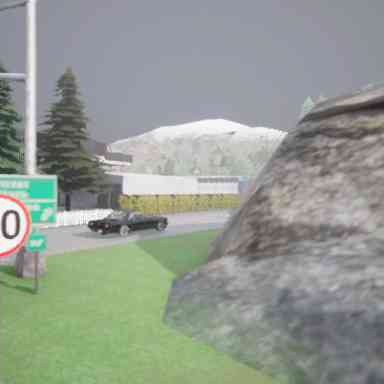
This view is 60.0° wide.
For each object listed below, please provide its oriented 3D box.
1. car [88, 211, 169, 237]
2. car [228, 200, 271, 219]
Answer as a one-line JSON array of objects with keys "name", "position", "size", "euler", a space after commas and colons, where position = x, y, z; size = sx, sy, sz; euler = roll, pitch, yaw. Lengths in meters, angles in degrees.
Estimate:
[{"name": "car", "position": [-3.456, 1.743, 19.039], "size": [1.895, 1.301, 4.718], "euler": [0, 0, 36]}, {"name": "car", "position": [5.346, 1.743, 31.182], "size": [1.895, 1.301, 4.718], "euler": [0, 0, 36]}]
